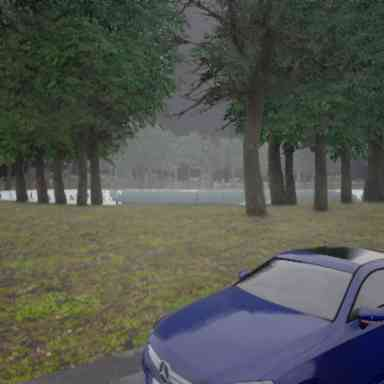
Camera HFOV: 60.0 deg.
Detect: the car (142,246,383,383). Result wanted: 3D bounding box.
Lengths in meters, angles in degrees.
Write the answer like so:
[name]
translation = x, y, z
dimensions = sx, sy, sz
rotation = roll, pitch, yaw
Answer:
[car]
translation = 1.671, 1.488, 4.196
dimensions = 4.674, 1.442, 1.812
rotation = -1, 0, -33
